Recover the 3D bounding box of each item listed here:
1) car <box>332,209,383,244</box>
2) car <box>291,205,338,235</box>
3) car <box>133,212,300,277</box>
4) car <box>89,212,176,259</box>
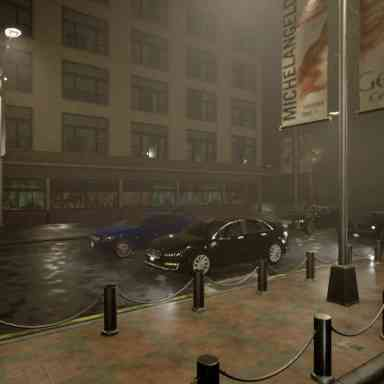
[{"bbox_3d":[9.076,1.601,16.036,4.718,1.301,1.895,0,0,-35],"label":"car"},{"bbox_3d":[6.851,1.492,18.746,4.902,1.511,2.128,0,0,-35],"label":"car"},{"bbox_3d":[0.918,1.505,10.195,4.892,1.490,1.837,0,0,-36],"label":"car"},{"bbox_3d":[-1.514,1.526,12.764,4.674,1.442,1.812,0,0,-35],"label":"car"}]
